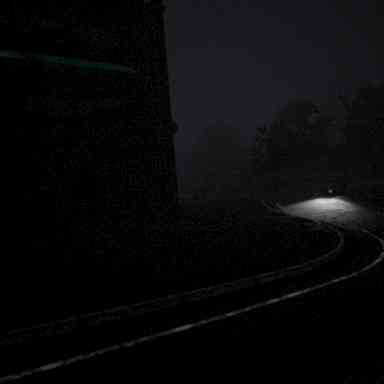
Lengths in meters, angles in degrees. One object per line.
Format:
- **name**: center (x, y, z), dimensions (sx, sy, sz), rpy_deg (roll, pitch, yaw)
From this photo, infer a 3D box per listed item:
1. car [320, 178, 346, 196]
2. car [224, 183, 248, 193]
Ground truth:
- **car**: center (13.334, -0.549, 31.390), dimensions (2.128, 1.511, 4.902), rpy_deg (-3, 4, 29)
- **car**: center (7.139, -0.642, 54.707), dimensions (1.837, 1.490, 4.892), rpy_deg (-7, 0, -31)
